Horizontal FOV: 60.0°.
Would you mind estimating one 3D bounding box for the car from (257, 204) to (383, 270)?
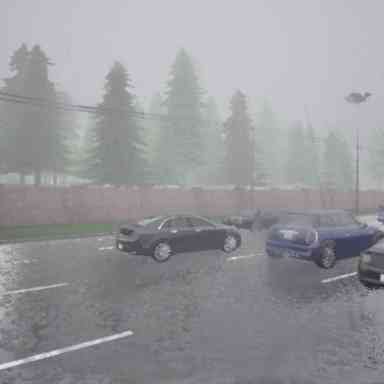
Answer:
[{"bbox_3d":[4.667,1.372,11.375,4.553,1.767,2.097,0,0,-36],"label":"car"}]

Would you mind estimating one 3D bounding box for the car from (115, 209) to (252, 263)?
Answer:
[{"bbox_3d":[-0.329,1.517,12.110,4.892,1.490,1.837,0,0,-35],"label":"car"}]

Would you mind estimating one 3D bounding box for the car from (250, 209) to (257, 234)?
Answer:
[{"bbox_3d":[4.091,1.629,19.562,4.718,1.301,1.895,0,0,-35],"label":"car"}]

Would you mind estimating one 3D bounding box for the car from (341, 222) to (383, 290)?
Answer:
[{"bbox_3d":[5.709,1.543,7.835,4.674,1.442,1.812,0,0,-36],"label":"car"}]
